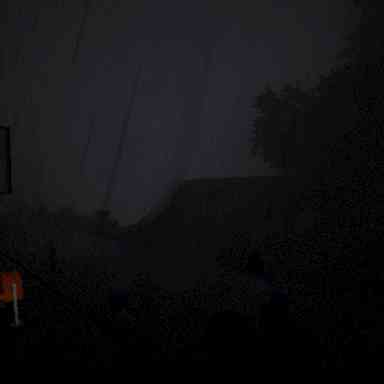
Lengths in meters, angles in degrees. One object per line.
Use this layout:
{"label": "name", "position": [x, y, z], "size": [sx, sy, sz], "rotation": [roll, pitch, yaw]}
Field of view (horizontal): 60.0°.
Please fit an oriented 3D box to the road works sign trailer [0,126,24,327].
{"label": "road works sign trailer", "position": [-4.602, 0.472, 5.963], "size": [2.380, 3.560, 2.880], "rotation": [-2, 1, -39]}
